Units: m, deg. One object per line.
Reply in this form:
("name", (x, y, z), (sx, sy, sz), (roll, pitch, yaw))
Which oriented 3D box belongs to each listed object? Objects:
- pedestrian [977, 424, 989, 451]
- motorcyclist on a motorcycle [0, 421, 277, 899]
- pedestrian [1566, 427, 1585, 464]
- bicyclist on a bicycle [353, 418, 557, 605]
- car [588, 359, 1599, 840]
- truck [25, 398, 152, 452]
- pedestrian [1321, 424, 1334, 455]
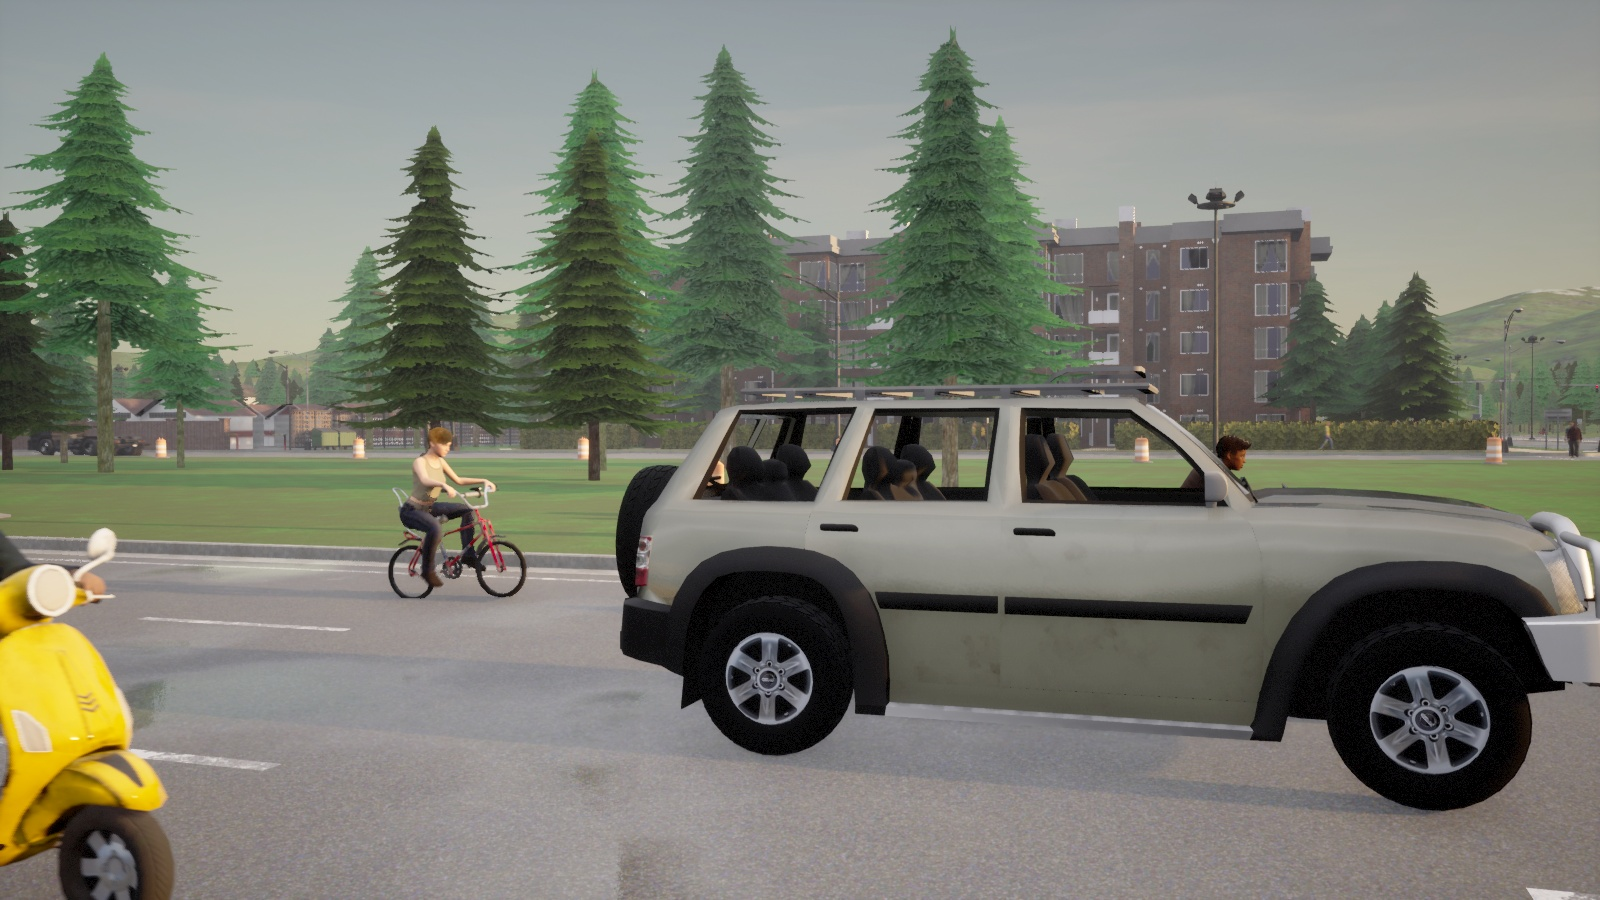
("pedestrian", (12.115, -0.827, 82.954), (0.726, 1.835, 0.370), (1, 1, 19))
("motorcyclist on a motorcycle", (-2.771, 0.704, 4.125), (1.817, 1.590, 0.866), (1, 1, 19))
("pedestrian", (39.196, -0.249, 63.469), (0.634, 1.844, 0.899), (1, 1, 23))
("bicyclist on a bicycle", (-3.181, 0.561, 11.643), (1.509, 1.612, 0.866), (-4, 0, 18))
("car", (1.444, 0.546, 6.396), (4.605, 1.855, 1.932), (1, 1, 18))
("truck", (-47.729, -1.683, 84.252), (7.936, 3.462, 2.891), (1, 1, 19))
("pedestrian", (32.037, -0.646, 76.290), (0.706, 1.836, 0.354), (1, 1, 20))
